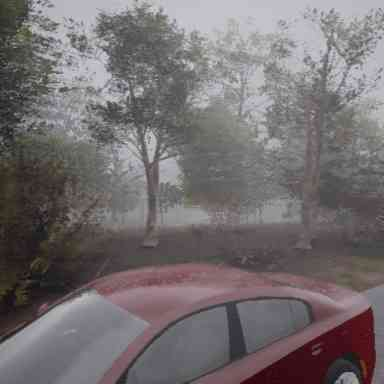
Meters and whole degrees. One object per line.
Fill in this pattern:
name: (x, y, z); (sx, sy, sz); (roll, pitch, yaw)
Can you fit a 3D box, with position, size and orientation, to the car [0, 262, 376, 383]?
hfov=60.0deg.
car: (-0.339, 1.484, 2.897); (5.008, 1.535, 1.882); (0, 0, -36)
